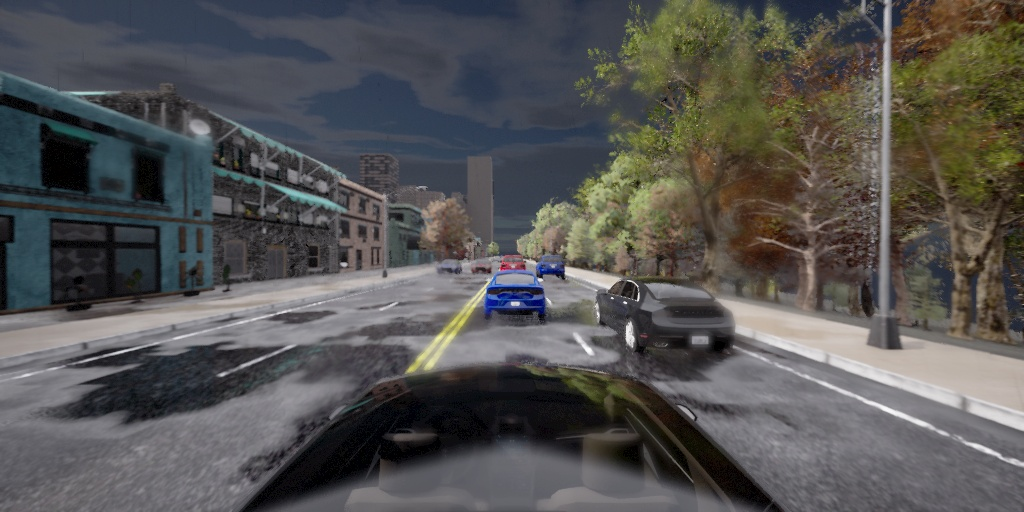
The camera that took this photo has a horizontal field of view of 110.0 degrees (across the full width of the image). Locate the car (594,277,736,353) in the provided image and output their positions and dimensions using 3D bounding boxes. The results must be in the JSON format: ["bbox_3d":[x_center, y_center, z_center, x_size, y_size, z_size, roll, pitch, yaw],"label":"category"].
[{"bbox_3d":[3.349,1.254,8.802,1.837,1.490,4.892,0,0,0],"label":"car"}]

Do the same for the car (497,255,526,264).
[{"bbox_3d":[0.096,0.968,31.739,2.150,2.045,5.566,0,0,0],"label":"car"}]

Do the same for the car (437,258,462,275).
[{"bbox_3d":[-6.597,1.098,38.307,2.097,1.767,4.553,0,0,0],"label":"car"}]

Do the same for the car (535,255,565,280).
[{"bbox_3d":[3.344,0.968,31.800,2.150,2.045,5.566,0,0,0],"label":"car"}]

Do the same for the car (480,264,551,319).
[{"bbox_3d":[0.098,1.227,12.801,1.882,1.535,5.008,0,0,0],"label":"car"}]

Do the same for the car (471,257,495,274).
[{"bbox_3d":[-3.346,1.097,40.107,2.097,1.767,4.553,0,0,0],"label":"car"}]
